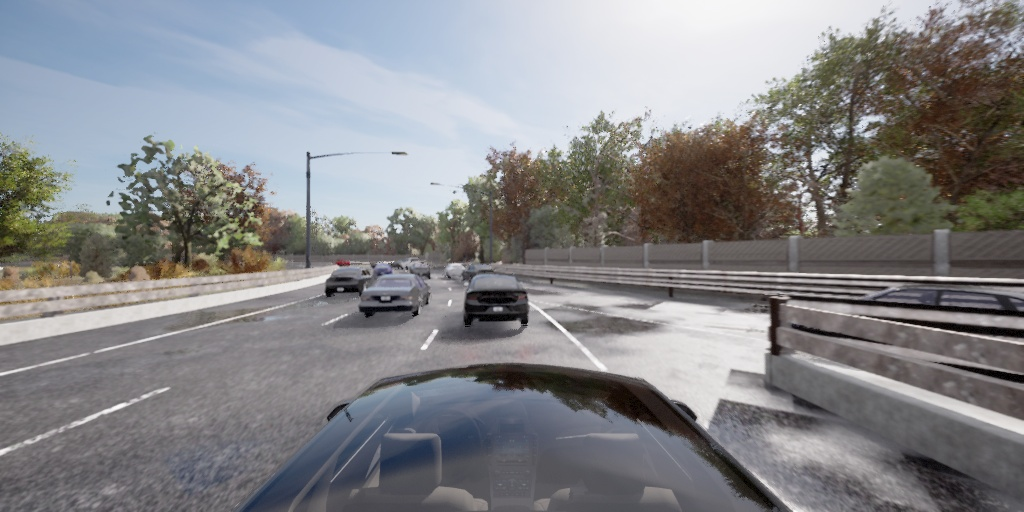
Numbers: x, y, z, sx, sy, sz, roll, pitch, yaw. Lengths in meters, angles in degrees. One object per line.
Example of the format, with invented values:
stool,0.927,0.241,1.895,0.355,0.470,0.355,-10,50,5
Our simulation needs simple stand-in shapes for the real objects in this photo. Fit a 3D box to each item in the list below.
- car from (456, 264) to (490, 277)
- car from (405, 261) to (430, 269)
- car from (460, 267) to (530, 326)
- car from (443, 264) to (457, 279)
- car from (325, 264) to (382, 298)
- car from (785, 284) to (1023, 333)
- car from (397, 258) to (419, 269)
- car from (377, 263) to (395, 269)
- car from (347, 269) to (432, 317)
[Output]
car,-2.804,1.438,28.961,1.837,1.490,4.892,0,-1,-23
car,-9.245,1.493,35.796,2.128,1.511,4.902,0,0,-18
car,-0.595,1.298,12.030,1.882,1.535,5.008,0,-1,-5
car,-5.863,1.522,36.681,1.812,1.442,4.674,0,0,-18
car,-8.742,1.400,19.792,1.837,1.490,4.892,0,0,-10
car,8.780,1.308,7.479,2.033,1.411,5.357,0,0,-34
car,-17.391,1.405,61.303,2.150,2.045,5.566,0,-2,-33
car,-13.427,1.549,37.243,1.812,1.442,4.674,0,0,-20
car,-4.243,1.388,13.697,2.033,1.411,5.357,0,0,-7
